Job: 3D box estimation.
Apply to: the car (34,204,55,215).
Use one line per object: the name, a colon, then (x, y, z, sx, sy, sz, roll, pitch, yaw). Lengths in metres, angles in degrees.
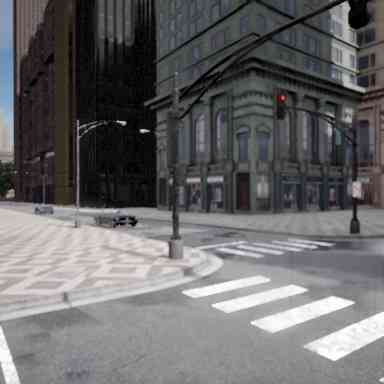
car: (-20.695, 2.398, 46.476, 2.033, 1.411, 5.357, 0, -1, -35)

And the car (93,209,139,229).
car: (-5.833, 2.001, 25.277, 1.895, 1.301, 4.718, 0, -1, -35)
